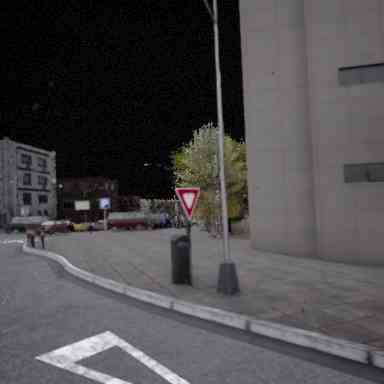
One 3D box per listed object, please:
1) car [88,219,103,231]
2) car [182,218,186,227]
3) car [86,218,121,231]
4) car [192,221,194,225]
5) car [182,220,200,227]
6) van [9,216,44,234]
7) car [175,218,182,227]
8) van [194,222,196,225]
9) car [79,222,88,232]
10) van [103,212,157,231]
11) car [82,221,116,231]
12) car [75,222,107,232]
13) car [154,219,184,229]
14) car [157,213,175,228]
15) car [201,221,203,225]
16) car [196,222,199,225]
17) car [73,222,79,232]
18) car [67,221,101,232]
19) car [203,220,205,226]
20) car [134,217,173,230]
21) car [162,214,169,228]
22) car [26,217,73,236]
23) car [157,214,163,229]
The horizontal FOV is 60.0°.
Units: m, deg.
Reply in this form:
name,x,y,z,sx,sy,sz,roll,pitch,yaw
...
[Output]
name,x,y,z,sx,sy,sz,roll,pitch,yaw
car,-12.594,4.670,47.669,2.097,1.767,4.553,-3,-6,6
car,-3.999,5.049,53.170,5.366,1.575,1.946,-3,-6,6
car,-15.865,5.877,59.813,5.566,2.045,2.435,-3,-6,6
car,-2.614,6.392,67.005,4.892,1.521,2.231,-3,-6,6
car,-0.121,8.394,89.125,4.553,1.767,2.185,-3,-6,6
van,-18.469,3.809,37.747,4.442,1.987,1.878,-3,-5,6
car,-4.468,4.823,50.421,4.792,1.488,2.163,-3,-6,6
van,-2.101,6.703,72.566,4.442,1.987,1.878,-3,-6,6
car,-17.573,4.814,46.127,5.366,1.575,1.946,-3,-6,6
van,-6.276,3.038,33.877,4.442,1.987,1.878,-3,-5,6
car,-15.945,5.860,57.129,5.366,1.575,1.946,-3,-6,6
car,-16.454,5.634,54.260,4.674,1.452,2.002,-3,-6,6
car,-3.839,5.355,55.948,4.792,1.488,2.163,-3,-6,6
car,-5.481,3.748,42.166,5.566,2.045,2.435,-3,-6,6
car,-0.372,8.280,86.342,4.792,1.488,2.163,-3,-6,6
car,-1.321,7.328,78.067,4.553,1.767,2.185,-3,-6,6
car,-17.691,4.405,43.229,4.553,1.767,2.185,-3,-6,6
car,-16.754,5.380,51.622,4.674,1.452,2.002,-3,-6,6
car,0.248,8.533,91.895,5.566,2.045,2.435,-3,-6,6
car,-5.157,4.294,44.901,4.792,1.488,2.163,-3,-6,6
car,-5.753,3.740,39.433,5.008,1.535,2.097,-3,-6,6
car,-14.209,3.577,33.519,1.812,1.442,4.674,-3,-4,6
car,-6.041,3.519,36.624,4.792,1.488,2.163,-3,-5,6
